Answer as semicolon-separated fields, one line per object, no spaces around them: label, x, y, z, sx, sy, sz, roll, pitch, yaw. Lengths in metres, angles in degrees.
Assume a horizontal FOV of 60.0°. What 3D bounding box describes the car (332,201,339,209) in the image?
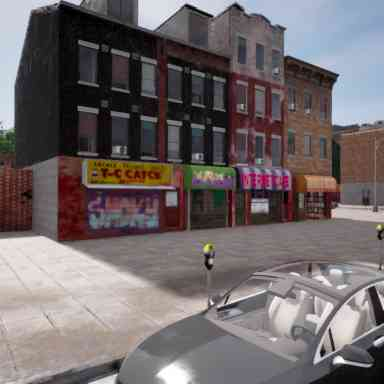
car;15.749;1.373;41.288;1.837;1.490;4.892;0;0;-36

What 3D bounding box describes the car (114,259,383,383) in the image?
car;1.312;1.552;3.734;4.403;1.369;2.008;0;0;-35
